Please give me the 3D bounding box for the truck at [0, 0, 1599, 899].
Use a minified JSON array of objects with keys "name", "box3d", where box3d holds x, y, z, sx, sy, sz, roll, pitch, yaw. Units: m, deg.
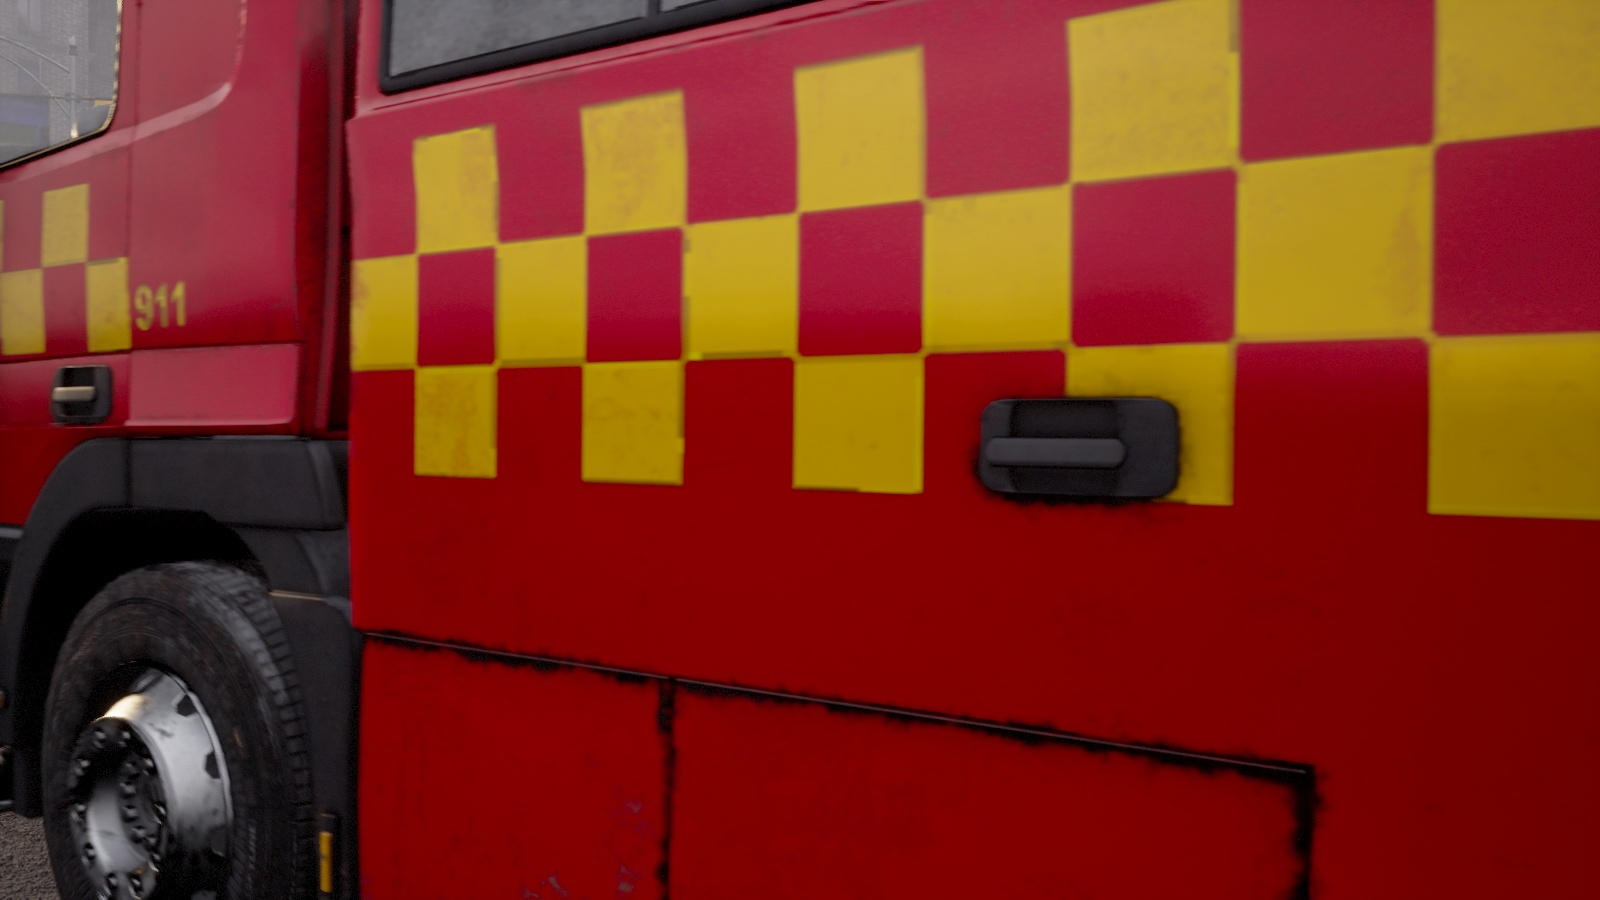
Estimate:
[{"name":"truck","box3d":[1.049,-0.482,2.904,8.468,3.827,2.891,0,1,34]}]
